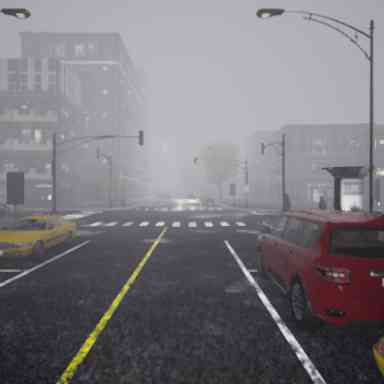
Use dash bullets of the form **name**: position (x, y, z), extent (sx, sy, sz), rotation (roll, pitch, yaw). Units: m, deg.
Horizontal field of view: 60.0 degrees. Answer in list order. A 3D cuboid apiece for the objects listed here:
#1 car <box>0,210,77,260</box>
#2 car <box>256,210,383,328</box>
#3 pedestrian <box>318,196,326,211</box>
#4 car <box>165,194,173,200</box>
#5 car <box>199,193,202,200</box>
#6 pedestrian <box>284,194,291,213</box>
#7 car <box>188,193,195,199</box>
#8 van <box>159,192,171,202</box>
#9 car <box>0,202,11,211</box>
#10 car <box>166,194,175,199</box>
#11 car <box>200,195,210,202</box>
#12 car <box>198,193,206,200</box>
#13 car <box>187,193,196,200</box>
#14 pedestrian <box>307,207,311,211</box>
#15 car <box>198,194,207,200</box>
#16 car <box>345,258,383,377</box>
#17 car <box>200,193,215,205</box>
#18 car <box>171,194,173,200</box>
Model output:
- **car**: position (-5.712, 1.456, 12.185), extent (1.752, 1.417, 4.829), rotation (0, 0, 0)
- **car**: position (2.679, 1.276, 6.827), extent (2.192, 1.841, 5.009), rotation (0, 0, 0)
- **pedestrian**: position (8.100, 1.131, 20.780), extent (0.375, 1.860, 0.375), rotation (0, 0, 0)
- **car**: position (-5.832, 1.186, 84.487), extent (1.947, 1.339, 4.313), rotation (0, 0, 0)
- **car**: position (2.596, 1.162, 56.015), extent (1.967, 1.590, 4.097), rotation (0, 0, 0)
- **pedestrian**: position (6.099, 1.020, 21.376), extent (0.375, 1.860, 0.375), rotation (0, 0, 0)
- **car**: position (-0.145, 1.047, 87.503), extent (1.812, 1.442, 4.674), rotation (0, 0, 0)
- **van**: position (-5.804, 1.019, 67.396), extent (1.690, 1.788, 3.998), rotation (0, 0, 0)
- **car**: position (-17.318, 1.114, 26.567), extent (5.009, 1.841, 2.192), rotation (0, 0, -1)
- **car**: position (-5.841, 1.154, 90.183), extent (2.008, 1.369, 4.403), rotation (0, 0, 0)
- **car**: position (2.577, 1.259, 67.410), extent (1.802, 1.307, 4.206), rotation (0, 0, 0)
- **car**: position (2.548, 1.060, 84.499), extent (1.967, 1.590, 4.097), rotation (0, 0, 0)
- **car**: position (-0.127, 1.112, 77.086), extent (1.882, 1.535, 5.008), rotation (0, 0, 0)
- **pedestrian**: position (7.101, 1.446, 20.180), extent (0.500, 1.100, 0.500), rotation (0, 0, 0)
- **car**: position (2.558, 1.188, 78.803), extent (2.008, 1.369, 4.403), rotation (0, 0, 0)
- **car**: position (2.687, 1.516, 1.458), extent (1.752, 1.417, 4.829), rotation (0, 0, 0)
- **car**: position (2.606, 1.296, 50.319), extent (2.008, 1.369, 4.403), rotation (0, 0, 0)
- **car**: position (-5.813, 1.239, 73.094), extent (1.802, 1.307, 4.206), rotation (0, 0, 0)
